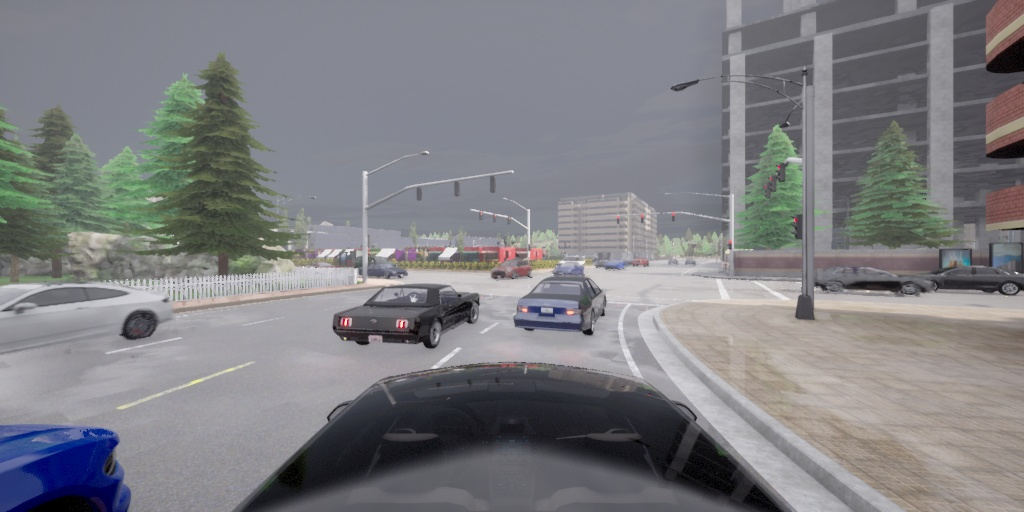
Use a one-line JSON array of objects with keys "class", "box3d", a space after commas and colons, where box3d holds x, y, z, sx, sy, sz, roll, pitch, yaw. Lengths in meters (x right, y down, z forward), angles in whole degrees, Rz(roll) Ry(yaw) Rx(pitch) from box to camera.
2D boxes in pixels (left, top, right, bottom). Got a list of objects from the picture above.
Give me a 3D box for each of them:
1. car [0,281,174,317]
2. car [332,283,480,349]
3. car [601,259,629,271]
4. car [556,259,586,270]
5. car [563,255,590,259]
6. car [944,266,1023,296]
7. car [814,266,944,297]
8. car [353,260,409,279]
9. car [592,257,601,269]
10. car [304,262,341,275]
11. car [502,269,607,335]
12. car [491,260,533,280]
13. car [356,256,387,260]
[{"class": "car", "box3d": [-9.890, 1.275, 7.390, 1.812, 1.442, 4.674, 0, 0, 9]}, {"class": "car", "box3d": [-2.268, 1.350, 9.251, 1.895, 1.301, 4.718, 0, 0, 11]}, {"class": "car", "box3d": [14.179, 1.222, 49.267, 1.882, 1.535, 5.008, 0, 0, 30]}, {"class": "car", "box3d": [5.509, 1.314, 34.037, 1.812, 1.442, 4.674, 0, 0, 30]}, {"class": "car", "box3d": [7.453, 0.964, 44.522, 2.150, 2.045, 5.566, 0, 0, 30]}, {"class": "car", "box3d": [25.018, 1.308, 20.027, 4.892, 1.490, 1.837, 0, 0, 30]}, {"class": "car", "box3d": [18.978, 1.295, 19.298, 4.902, 1.511, 2.128, 0, 0, 31]}, {"class": "car", "box3d": [-12.063, 1.349, 33.165, 5.357, 1.411, 2.033, 0, 0, 31]}, {"class": "car", "box3d": [14.700, 1.307, 57.231, 1.994, 1.385, 4.181, 0, 0, 30]}, {"class": "car", "box3d": [-20.102, 1.327, 37.834, 4.674, 1.442, 1.812, 0, 0, 30]}, {"class": "car", "box3d": [1.666, 1.296, 10.612, 2.033, 1.411, 5.357, 0, 0, 20]}, {"class": "car", "box3d": [0.035, 1.138, 31.495, 2.097, 1.767, 4.553, 0, 0, 30]}, {"class": "car", "box3d": [-14.709, 1.023, 38.756, 5.566, 2.045, 2.150, 0, 0, 30]}]
